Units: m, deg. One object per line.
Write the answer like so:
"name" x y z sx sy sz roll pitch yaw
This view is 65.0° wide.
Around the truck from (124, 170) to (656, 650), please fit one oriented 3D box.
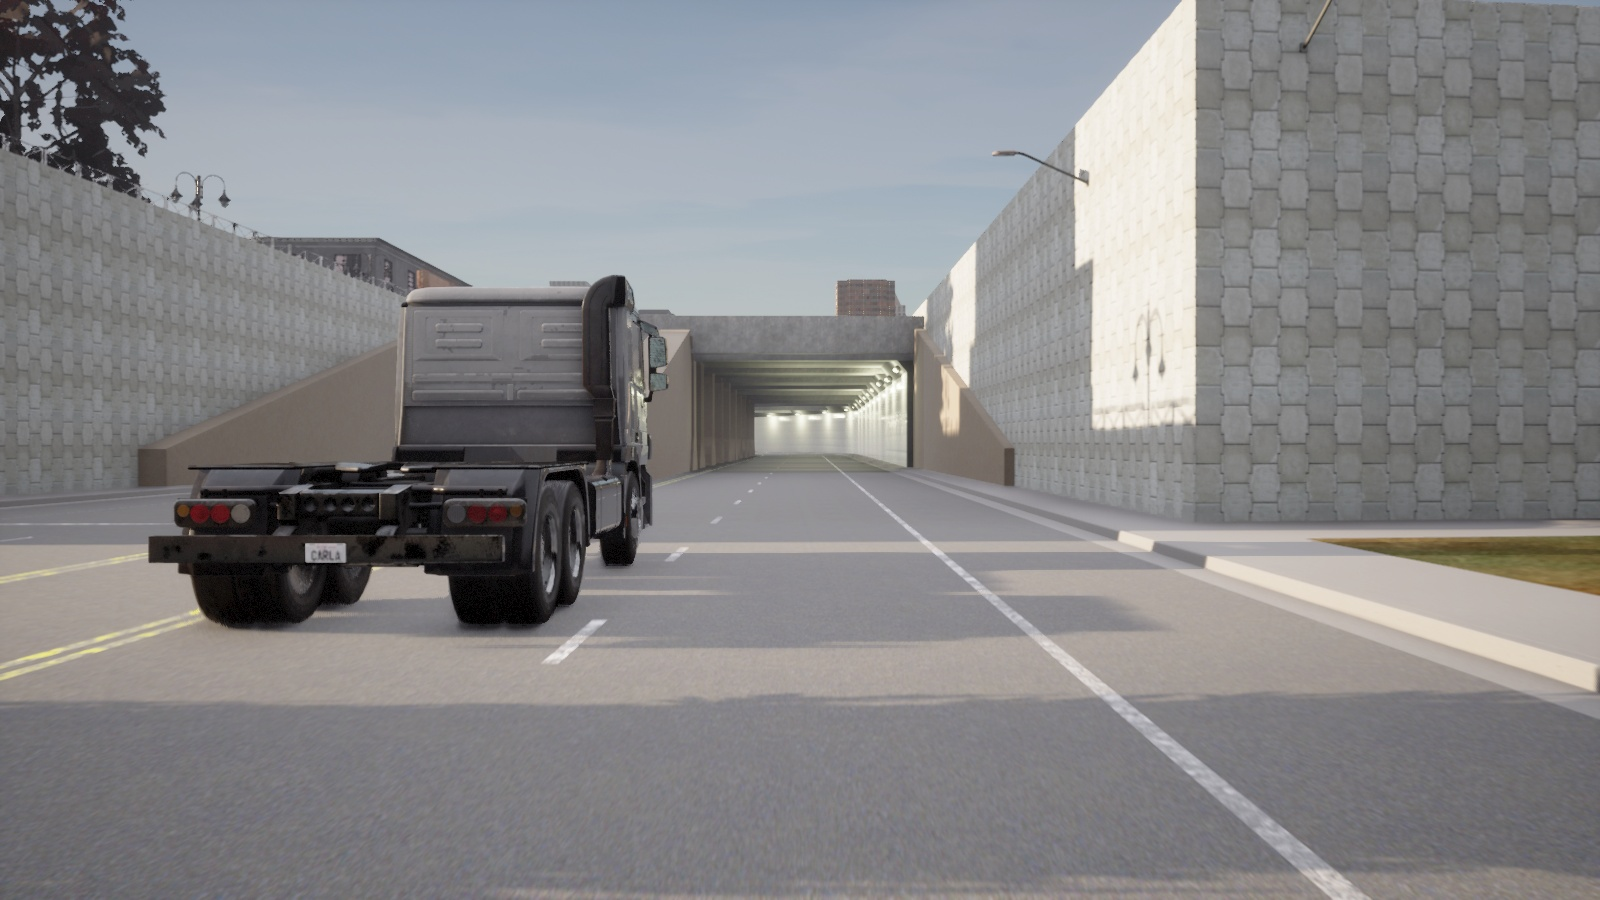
"truck" -3.411 -0.312 13.026 2.891 3.462 7.936 0 0 0
